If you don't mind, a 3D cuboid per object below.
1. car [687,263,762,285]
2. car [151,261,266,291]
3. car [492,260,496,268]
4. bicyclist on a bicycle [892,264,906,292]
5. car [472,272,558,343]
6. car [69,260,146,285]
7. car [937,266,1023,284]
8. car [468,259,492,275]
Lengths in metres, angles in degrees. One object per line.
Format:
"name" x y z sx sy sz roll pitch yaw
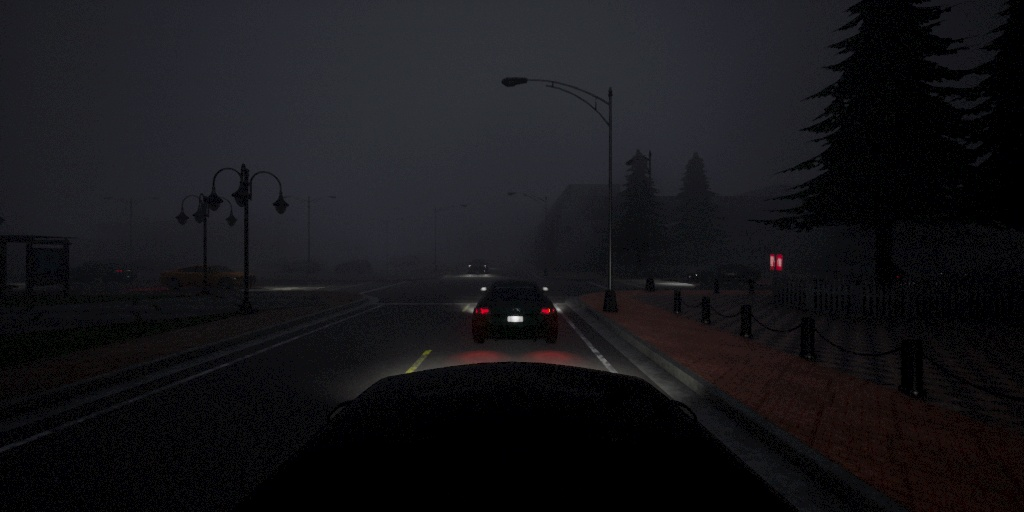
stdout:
"car" 15.197 1.267 25.814 4.892 1.490 1.837 0 0 -1
"car" -18.265 1.240 21.752 5.008 1.535 1.882 0 0 -1
"car" -3.606 1.289 60.259 2.033 1.411 5.357 0 0 0
"bicyclist on a bicycle" 19.461 1.064 18.379 0.582 1.620 1.656 0 0 -1
"car" 0.071 1.313 9.649 1.994 1.385 4.181 0 0 0
"car" -29.568 1.253 25.330 4.902 1.511 2.128 0 0 -1
"car" 34.072 1.363 25.963 4.718 1.301 1.895 0 0 0
"car" -3.626 1.097 39.434 2.097 1.767 4.553 0 0 0
